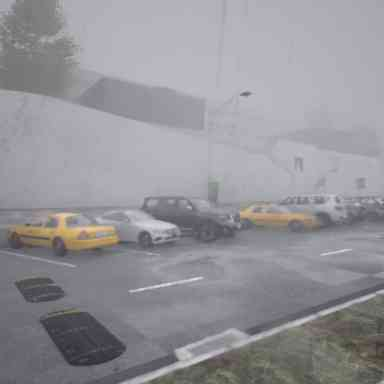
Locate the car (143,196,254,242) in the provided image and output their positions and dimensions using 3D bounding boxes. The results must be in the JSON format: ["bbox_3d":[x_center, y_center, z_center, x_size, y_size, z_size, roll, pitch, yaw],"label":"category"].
[{"bbox_3d":[-0.164,1.226,16.423,5.566,2.045,2.435,-1,-1,35],"label":"car"}]

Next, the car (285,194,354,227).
[{"bbox_3d":[7.119,1.168,21.678,5.566,2.045,2.435,-1,0,35],"label":"car"}]

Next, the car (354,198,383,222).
[{"bbox_3d":[12.042,1.399,25.154,4.674,1.452,2.002,-1,-1,35],"label":"car"}]

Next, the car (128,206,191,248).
[{"bbox_3d":[-2.638,1.523,14.693,4.674,1.452,2.002,-1,-1,34],"label":"car"}]

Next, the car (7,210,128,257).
[{"bbox_3d":[-5.237,1.488,13.045,5.366,1.575,1.946,-1,0,35],"label":"car"}]

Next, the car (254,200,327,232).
[{"bbox_3d":[4.853,1.436,19.816,5.366,1.575,1.946,-1,-1,34],"label":"car"}]

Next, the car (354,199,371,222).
[{"bbox_3d":[9.565,1.419,23.417,4.792,1.488,2.163,-1,0,35],"label":"car"}]
